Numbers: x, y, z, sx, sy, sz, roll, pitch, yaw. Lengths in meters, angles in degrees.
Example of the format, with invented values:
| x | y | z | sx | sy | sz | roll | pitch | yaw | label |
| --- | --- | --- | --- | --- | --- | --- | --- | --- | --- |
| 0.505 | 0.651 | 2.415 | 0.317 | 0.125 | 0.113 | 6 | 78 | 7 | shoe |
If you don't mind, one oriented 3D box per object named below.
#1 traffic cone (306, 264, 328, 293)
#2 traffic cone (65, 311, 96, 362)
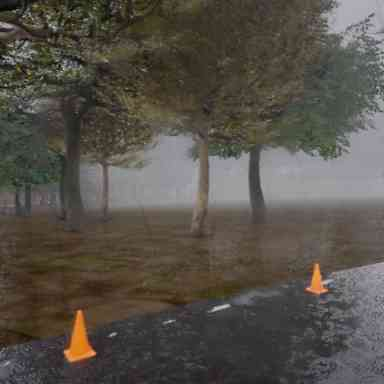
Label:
| x | y | z | sx | sy | sz | roll | pitch | yaw | label |
| --- | --- | --- | --- | --- | --- | --- | --- | --- | --- |
| 2.764 | 1.881 | 7.352 | 0.340 | 0.580 | 0.340 | -1 | 1 | -32 | traffic cone |
| -1.536 | 1.927 | 4.565 | 0.340 | 0.580 | 0.340 | -1 | 1 | -34 | traffic cone |
